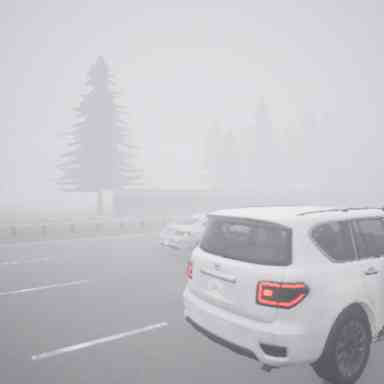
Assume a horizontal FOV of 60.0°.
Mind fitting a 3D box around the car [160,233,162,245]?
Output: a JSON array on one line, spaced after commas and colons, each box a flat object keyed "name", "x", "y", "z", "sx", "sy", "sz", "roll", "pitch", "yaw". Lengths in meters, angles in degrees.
[{"name": "car", "x": 0.987, "y": 1.551, "z": 13.077, "sx": 4.674, "sy": 1.442, "sz": 1.812, "roll": 0, "pitch": 0, "yaw": -35}]

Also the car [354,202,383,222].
[{"name": "car", "x": 15.710, "y": 1.613, "z": 27.868, "sx": 4.674, "sy": 1.442, "sz": 1.812, "roll": 0, "pitch": 0, "yaw": -35}]

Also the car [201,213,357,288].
[{"name": "car", "x": 2.796, "y": 1.530, "z": 10.067, "sx": 4.892, "sy": 1.490, "sz": 1.837, "roll": 0, "pitch": 0, "yaw": -35}]

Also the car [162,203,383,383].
[{"name": "car", "x": 2.500, "y": 1.238, "z": 5.572, "sx": 5.566, "sy": 2.045, "sz": 2.150, "roll": 0, "pitch": 0, "yaw": -35}]
